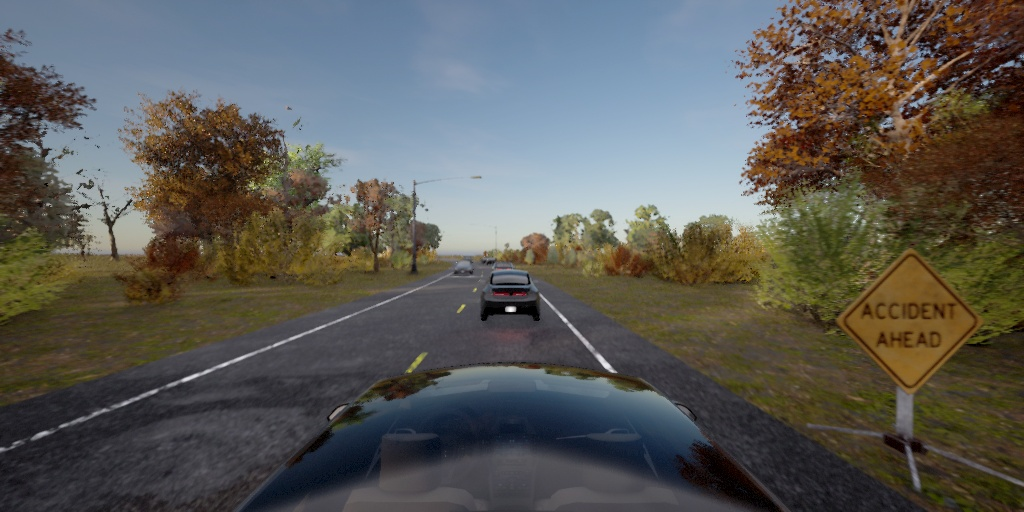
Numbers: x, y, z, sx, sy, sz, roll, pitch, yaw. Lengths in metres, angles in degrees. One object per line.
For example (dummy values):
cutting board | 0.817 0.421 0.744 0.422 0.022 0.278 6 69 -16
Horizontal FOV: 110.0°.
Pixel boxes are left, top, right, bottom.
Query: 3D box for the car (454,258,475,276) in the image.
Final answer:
car | -4.969 1.241 37.230 1.812 1.442 4.674 0 0 -4

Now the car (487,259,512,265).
car | -0.743 1.215 29.078 2.128 1.511 4.902 0 0 -3

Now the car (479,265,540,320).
car | -0.085 1.248 12.626 1.837 1.490 4.892 0 1 -1

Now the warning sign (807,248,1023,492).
warning sign | 3.549 0.862 3.244 1.300 1.860 1.060 0 0 0
